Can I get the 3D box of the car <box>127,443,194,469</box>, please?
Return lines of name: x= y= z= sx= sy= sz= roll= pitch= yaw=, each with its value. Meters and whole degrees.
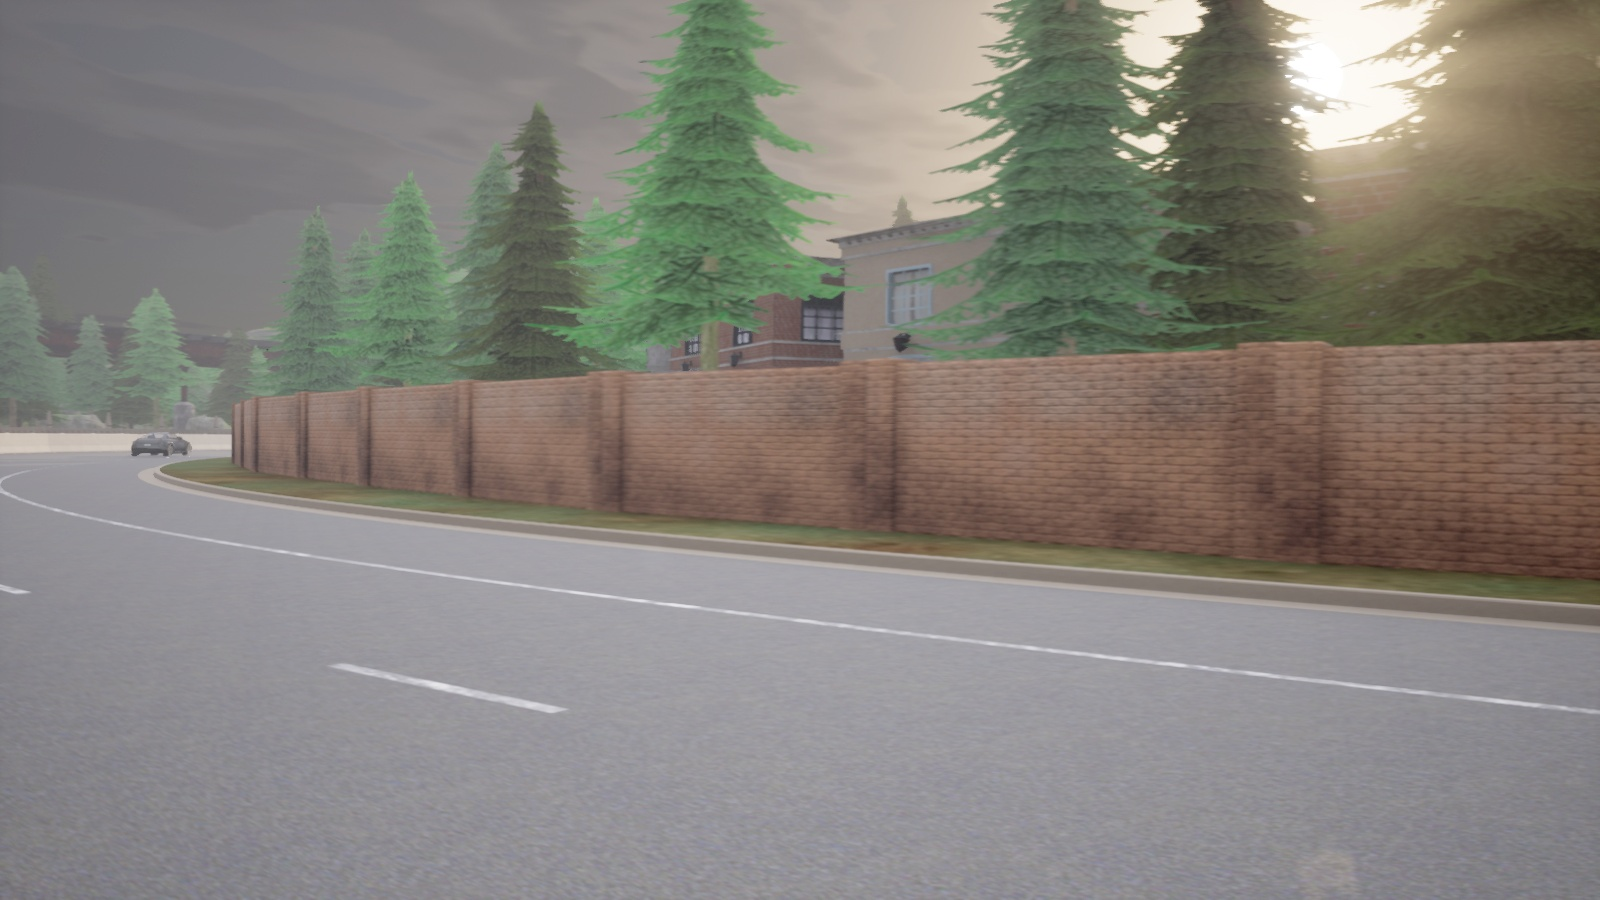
car: x=-35.862 y=0.324 z=70.572 sx=1.994 sy=1.385 sz=4.181 roll=-1 pitch=1 yaw=-6
